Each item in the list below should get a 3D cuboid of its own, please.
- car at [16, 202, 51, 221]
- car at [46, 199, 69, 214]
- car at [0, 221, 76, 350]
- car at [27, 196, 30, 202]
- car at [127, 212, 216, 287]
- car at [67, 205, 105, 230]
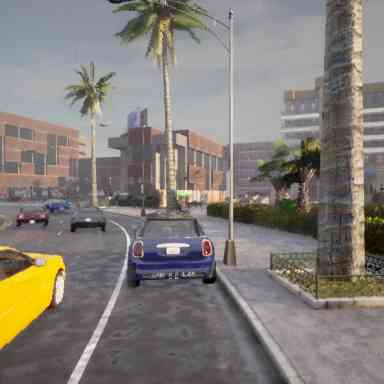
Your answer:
[{"bbox_3d":[-11.035,1.592,23.184,1.895,1.301,4.718,0,0,-23],"label":"car"},{"bbox_3d":[-14.523,1.466,35.174,1.882,1.535,5.008,0,0,-38],"label":"car"},{"bbox_3d":[-3.384,1.475,4.758,1.882,1.535,5.008,0,0,-4],"label":"car"},{"bbox_3d":[-36.889,1.225,70.776,4.553,1.767,2.185,0,0,22],"label":"car"},{"bbox_3d":[-0.703,1.352,9.627,2.097,1.767,4.553,0,0,-7],"label":"car"},{"bbox_3d":[-6.494,1.559,20.773,1.994,1.385,4.181,0,0,-18],"label":"car"}]
